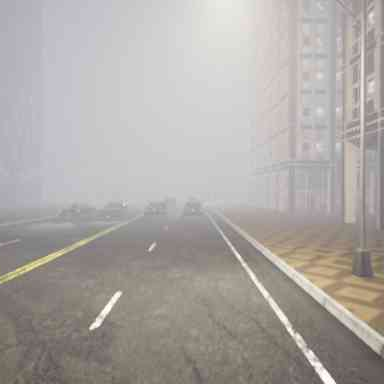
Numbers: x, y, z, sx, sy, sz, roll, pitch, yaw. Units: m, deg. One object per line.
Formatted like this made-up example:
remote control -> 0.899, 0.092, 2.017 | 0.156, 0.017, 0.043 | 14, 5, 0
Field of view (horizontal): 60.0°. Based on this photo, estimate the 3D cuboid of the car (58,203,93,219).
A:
car -> -9.755, 1.603, 28.579 | 1.895, 1.301, 4.718 | 0, 0, 0

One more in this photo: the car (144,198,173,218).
car -> -3.148, 1.550, 30.225 | 2.033, 1.411, 5.357 | 0, 0, 0

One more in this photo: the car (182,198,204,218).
car -> 0.097, 1.550, 29.871 | 2.033, 1.411, 5.357 | 0, 0, 0

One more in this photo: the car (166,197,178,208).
car -> -3.155, 1.471, 49.103 | 1.882, 1.535, 5.008 | 0, 0, 0

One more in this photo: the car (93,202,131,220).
car -> -6.505, 1.549, 28.552 | 2.033, 1.411, 5.357 | 0, 0, 0
